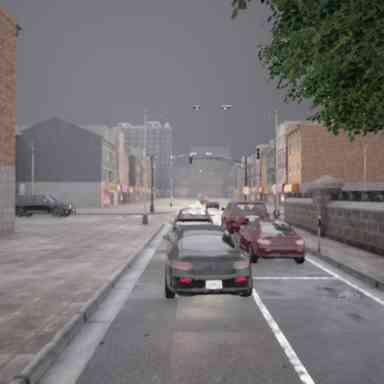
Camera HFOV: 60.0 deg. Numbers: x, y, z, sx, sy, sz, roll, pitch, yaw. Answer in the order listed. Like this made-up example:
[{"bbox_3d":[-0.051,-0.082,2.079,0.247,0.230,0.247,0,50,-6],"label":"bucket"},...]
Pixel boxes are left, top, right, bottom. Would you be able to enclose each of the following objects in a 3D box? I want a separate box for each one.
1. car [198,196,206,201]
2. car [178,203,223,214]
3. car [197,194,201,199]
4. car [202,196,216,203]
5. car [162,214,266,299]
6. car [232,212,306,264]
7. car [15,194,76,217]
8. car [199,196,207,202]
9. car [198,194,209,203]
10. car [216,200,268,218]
[{"bbox_3d":[2.593,1.713,86.945,2.008,1.369,4.403,0,0,0],"label":"car"},{"bbox_3d":[0.068,1.492,15.905,2.128,1.511,4.902,0,0,0],"label":"car"},{"bbox_3d":[2.608,1.403,65.196,2.192,1.841,5.009,1,0,0],"label":"car"},{"bbox_3d":[2.619,1.580,43.446,1.887,1.381,4.507,1,0,0],"label":"car"},{"bbox_3d":[0.242,1.524,8.367,1.812,1.442,4.674,0,0,-4],"label":"car"},{"bbox_3d":[2.638,1.581,11.567,1.802,1.307,4.206,1,0,0],"label":"car"},{"bbox_3d":[-12.956,1.196,28.574,5.566,2.045,2.150,0,-1,0],"label":"car"},{"bbox_3d":[2.596,1.724,81.508,1.802,1.307,4.206,0,0,0],"label":"car"},{"bbox_3d":[2.609,1.617,59.758,1.887,1.381,4.507,1,0,0],"label":"car"},{"bbox_3d":[2.638,1.317,17.016,2.192,1.841,5.009,1,0,0],"label":"car"}]
